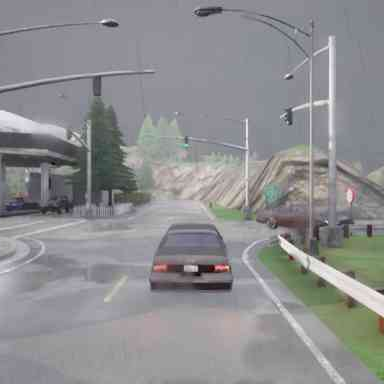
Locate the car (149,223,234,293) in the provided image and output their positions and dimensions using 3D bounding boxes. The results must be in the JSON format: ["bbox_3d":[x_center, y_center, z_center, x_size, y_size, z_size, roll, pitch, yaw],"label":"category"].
[{"bbox_3d":[0.017,1.545,9.008,2.033,1.411,5.357,0,0,1],"label":"car"}]

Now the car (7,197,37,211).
[{"bbox_3d":[-20.285,1.471,40.067,2.242,1.667,4.611,0,0,-1],"label":"car"}]

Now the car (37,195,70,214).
[{"bbox_3d":[-14.573,1.305,35.797,1.905,1.878,3.866,0,0,-1],"label":"car"}]

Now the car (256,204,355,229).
[{"bbox_3d":[5.897,1.360,17.921,2.033,1.411,5.357,0,0,-35],"label":"car"}]
